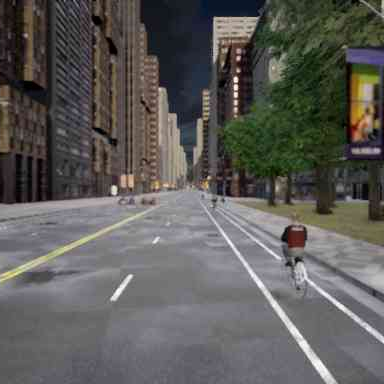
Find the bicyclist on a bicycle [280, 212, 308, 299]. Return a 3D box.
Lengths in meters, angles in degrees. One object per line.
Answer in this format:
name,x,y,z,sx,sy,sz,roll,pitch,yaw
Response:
bicyclist on a bicycle,2.255,1.335,7.494,0.659,1.776,1.843,0,0,0

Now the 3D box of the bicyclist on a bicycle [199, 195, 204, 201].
bicyclist on a bicycle,2.285,1.201,69.258,0.582,1.620,1.656,0,0,0

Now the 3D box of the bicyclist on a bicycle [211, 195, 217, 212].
bicyclist on a bicycle,2.268,1.215,33.756,0.659,1.776,1.843,0,1,0

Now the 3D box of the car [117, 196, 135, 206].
car,-9.793,1.318,50.095,1.812,1.442,4.674,0,0,0

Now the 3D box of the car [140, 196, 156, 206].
car,-6.544,1.270,50.047,1.882,1.535,5.008,0,0,0
